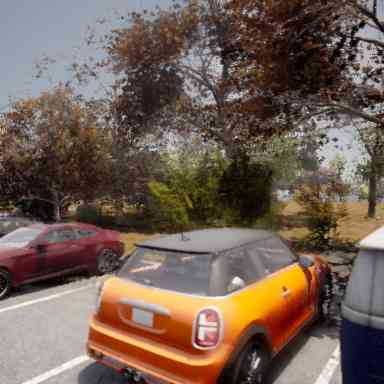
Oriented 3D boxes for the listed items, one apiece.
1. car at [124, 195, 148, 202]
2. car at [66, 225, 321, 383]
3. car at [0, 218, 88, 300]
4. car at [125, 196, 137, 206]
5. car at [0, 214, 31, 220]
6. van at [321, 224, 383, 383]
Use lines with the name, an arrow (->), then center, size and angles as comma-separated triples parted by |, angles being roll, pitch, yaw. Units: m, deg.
car -> -10.658, 1.164, 63.513 | 4.718, 1.301, 1.895 | 0, 0, 40
car -> 0.703, 1.353, 5.276 | 2.185, 1.767, 4.553 | 0, 0, 35
car -> -3.810, 1.524, 8.538 | 2.002, 1.452, 4.674 | 0, 0, 36
car -> -9.744, 1.333, 46.804 | 1.994, 1.385, 4.181 | -4, -1, 32
car -> -6.077, 1.490, 10.160 | 2.097, 1.535, 5.008 | 0, 0, 36
van -> 3.053, 1.254, 3.782 | 1.878, 1.987, 4.442 | 0, 0, 35
